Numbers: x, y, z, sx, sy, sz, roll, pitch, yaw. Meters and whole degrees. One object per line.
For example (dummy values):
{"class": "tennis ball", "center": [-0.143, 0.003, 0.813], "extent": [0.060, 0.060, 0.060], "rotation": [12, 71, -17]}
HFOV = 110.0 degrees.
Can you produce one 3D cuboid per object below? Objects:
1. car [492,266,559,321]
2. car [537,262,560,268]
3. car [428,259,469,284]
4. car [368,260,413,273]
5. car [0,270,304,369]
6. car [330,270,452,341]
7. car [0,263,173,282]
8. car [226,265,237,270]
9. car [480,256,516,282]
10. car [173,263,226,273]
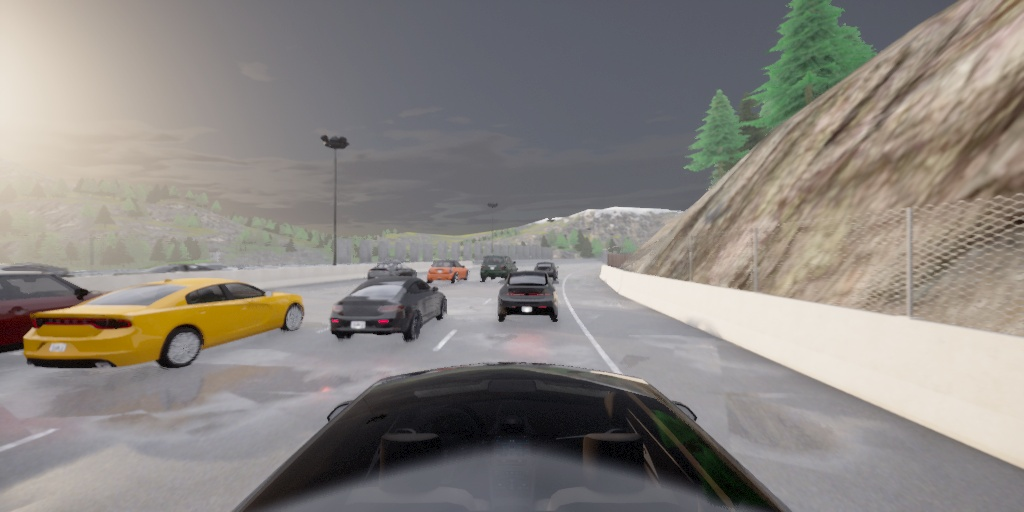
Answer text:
{"class": "car", "center": [0.587, 1.266, 12.560], "extent": [1.837, 1.490, 4.892], "rotation": [0, 0, 4]}
{"class": "car", "center": [2.943, 1.289, 30.853], "extent": [1.837, 1.490, 4.892], "rotation": [0, 0, 10]}
{"class": "car", "center": [-4.758, 1.112, 27.284], "extent": [2.097, 1.767, 4.553], "rotation": [0, 0, 9]}
{"class": "car", "center": [-8.515, 1.241, 25.830], "extent": [2.128, 1.511, 4.902], "rotation": [0, 0, 8]}
{"class": "car", "center": [-6.687, 1.216, 7.829], "extent": [1.882, 1.535, 5.008], "rotation": [0, 0, 2]}
{"class": "car", "center": [-3.112, 1.275, 9.784], "extent": [1.812, 1.442, 4.674], "rotation": [0, 0, 2]}
{"class": "car", "center": [-10.199, 1.080, 7.271], "extent": [2.097, 1.767, 4.553], "rotation": [0, 0, 2]}
{"class": "car", "center": [-22.750, 1.238, 26.570], "extent": [1.812, 1.442, 4.674], "rotation": [0, 0, 8]}
{"class": "car", "center": [-0.997, 0.993, 28.807], "extent": [2.150, 2.045, 5.566], "rotation": [0, 0, 9]}
{"class": "car", "center": [-19.914, 1.220, 20.973], "extent": [1.837, 1.490, 4.892], "rotation": [0, 0, 7]}
